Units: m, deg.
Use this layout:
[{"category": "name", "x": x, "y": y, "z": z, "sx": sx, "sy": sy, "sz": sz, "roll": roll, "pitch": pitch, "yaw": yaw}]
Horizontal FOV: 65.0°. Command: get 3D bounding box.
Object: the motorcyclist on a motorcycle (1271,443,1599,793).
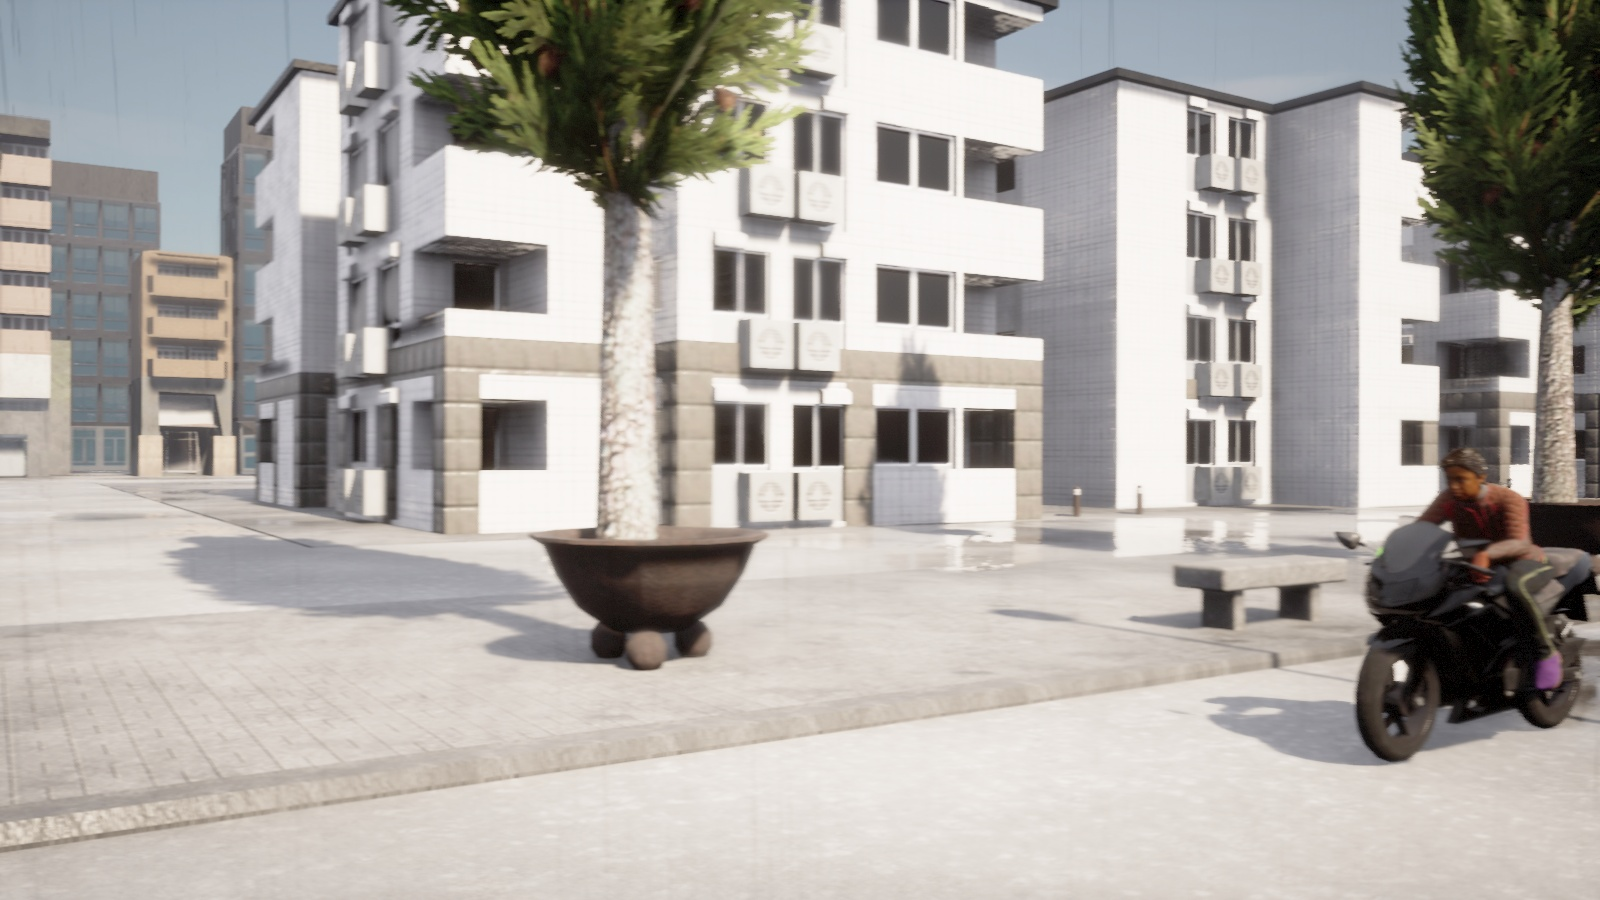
[{"category": "motorcyclist on a motorcycle", "x": 3.385, "y": 0.734, "z": 6.368, "sx": 2.044, "sy": 1.523, "sz": 0.797, "roll": 0, "pitch": 0, "yaw": -33}]
